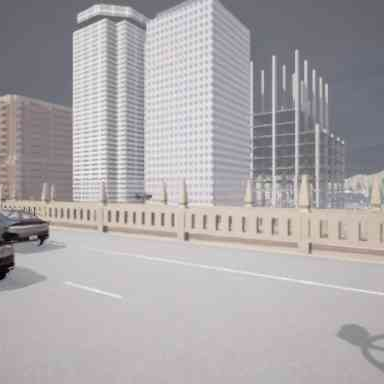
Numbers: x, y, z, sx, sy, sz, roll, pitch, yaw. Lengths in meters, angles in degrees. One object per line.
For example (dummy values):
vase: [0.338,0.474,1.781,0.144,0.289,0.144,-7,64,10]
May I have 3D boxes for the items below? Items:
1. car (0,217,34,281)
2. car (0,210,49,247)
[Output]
car: [-6.500,1.492,8.583,4.902,1.511,2.128,0,0,35]
car: [-7.940,1.492,13.841,4.902,1.511,2.128,0,0,35]
